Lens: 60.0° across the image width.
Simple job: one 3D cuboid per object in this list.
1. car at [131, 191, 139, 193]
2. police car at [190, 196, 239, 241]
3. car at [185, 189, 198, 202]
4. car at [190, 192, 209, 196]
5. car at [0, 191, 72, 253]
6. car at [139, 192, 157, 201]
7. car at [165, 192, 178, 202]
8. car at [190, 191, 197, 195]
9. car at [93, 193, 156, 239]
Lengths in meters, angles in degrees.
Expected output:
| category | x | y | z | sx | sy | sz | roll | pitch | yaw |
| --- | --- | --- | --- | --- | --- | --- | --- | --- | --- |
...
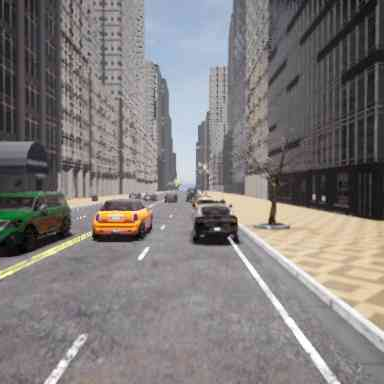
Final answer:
| category | x | y | z | sx | sy | sz | roll | pitch | yaw |
| --- | --- | --- | --- | --- | --- | --- | --- | --- | --- |
| car | -9.780 | 0.650 | 57.734 | 2.128 | 1.511 | 4.902 | 0 | 1 | 1 |
| police car | 0.977 | 1.185 | 15.412 | 1.930 | 1.638 | 5.238 | 0 | 1 | 0 |
| car | 0.024 | 0.739 | 52.219 | 1.837 | 1.490 | 4.892 | 0 | 1 | 0 |
| car | 0.978 | 1.067 | 25.492 | 1.801 | 1.575 | 5.366 | 0 | 1 | 0 |
| car | -6.597 | 1.016 | 13.113 | 2.150 | 2.045 | 5.566 | 0 | 1 | 0 |
| car | -6.557 | 0.721 | 52.357 | 2.128 | 1.511 | 4.902 | 0 | 1 | 0 |
| car | -3.145 | 0.734 | 51.356 | 2.128 | 1.511 | 4.902 | 0 | 1 | 0 |
| car | 0.979 | 1.005 | 31.301 | 1.882 | 1.535 | 5.008 | 0 | 1 | 0 |
| car | -3.148 | 1.103 | 15.946 | 2.097 | 1.767 | 4.553 | 0 | 1 | 0 |
